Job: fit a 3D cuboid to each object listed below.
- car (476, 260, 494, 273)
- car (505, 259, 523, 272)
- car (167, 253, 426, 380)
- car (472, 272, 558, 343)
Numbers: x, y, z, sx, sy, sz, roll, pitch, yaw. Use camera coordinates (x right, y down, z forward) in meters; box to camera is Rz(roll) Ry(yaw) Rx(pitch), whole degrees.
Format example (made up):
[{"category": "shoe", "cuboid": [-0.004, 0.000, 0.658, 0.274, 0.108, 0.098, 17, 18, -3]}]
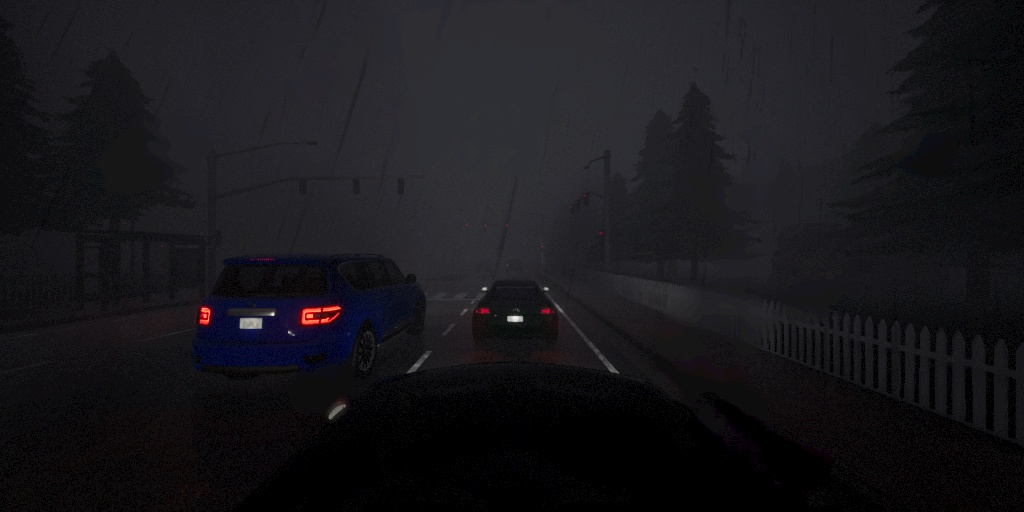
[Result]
[{"category": "car", "cuboid": [-3.227, 1.244, 42.794, 2.128, 1.511, 4.902, 0, 0, 0]}, {"category": "car", "cuboid": [0.275, 1.103, 43.232, 2.097, 1.767, 4.553, 0, 0, 0]}, {"category": "car", "cuboid": [-3.403, 0.972, 7.385, 2.150, 2.045, 5.566, 0, 0, 0]}, {"category": "car", "cuboid": [0.091, 1.314, 9.664, 1.994, 1.385, 4.181, 0, 0, 1]}]
